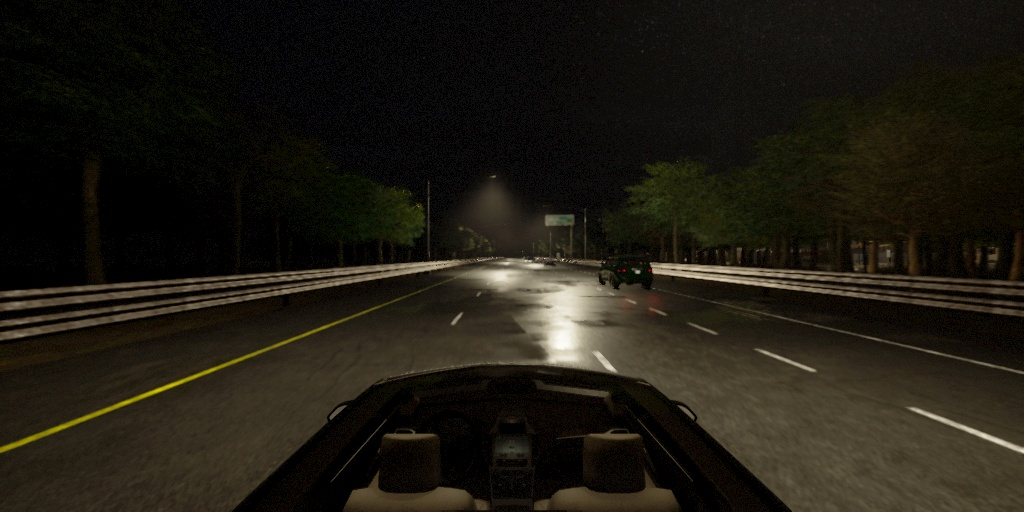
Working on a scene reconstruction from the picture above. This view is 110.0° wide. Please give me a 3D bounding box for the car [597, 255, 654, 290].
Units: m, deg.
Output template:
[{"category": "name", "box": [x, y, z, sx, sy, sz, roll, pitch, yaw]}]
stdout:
[{"category": "car", "box": [7.018, 0.982, 22.695, 2.150, 2.045, 5.566, 0, 0, 0]}]
